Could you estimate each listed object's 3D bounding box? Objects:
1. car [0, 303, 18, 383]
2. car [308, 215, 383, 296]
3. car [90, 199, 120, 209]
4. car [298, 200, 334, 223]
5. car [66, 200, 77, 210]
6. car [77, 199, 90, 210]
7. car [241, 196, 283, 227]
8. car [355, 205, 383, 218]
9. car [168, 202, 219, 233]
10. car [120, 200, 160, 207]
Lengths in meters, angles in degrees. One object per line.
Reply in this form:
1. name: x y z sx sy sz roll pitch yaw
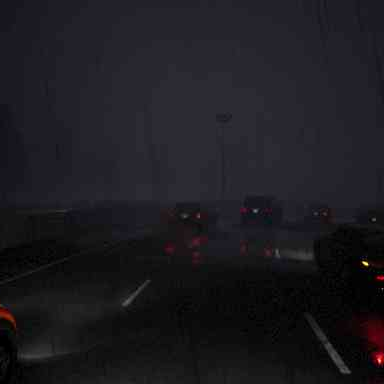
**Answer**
1. car: -3.145 1.340 2.085 2.097 1.767 4.553 0 0 2
2. car: 4.467 1.556 8.507 1.812 1.442 4.674 0 0 8
3. car: -8.305 1.551 36.711 2.033 1.411 5.357 0 0 28
4. car: 9.959 1.623 26.050 2.033 1.411 5.357 0 0 26
5. car: -13.595 1.549 41.462 1.994 1.385 4.181 0 0 29
6. car: -10.827 1.521 39.255 1.812 1.442 4.674 0 0 29
7. car: 4.991 1.274 23.378 2.150 2.045 5.566 0 0 22
8. car: 12.717 1.611 23.597 1.812 1.442 4.674 0 0 24
9. car: 0.237 1.376 20.360 2.097 1.767 4.553 0 0 18
10. car: -5.089 1.543 35.196 1.812 1.442 4.674 0 0 28
